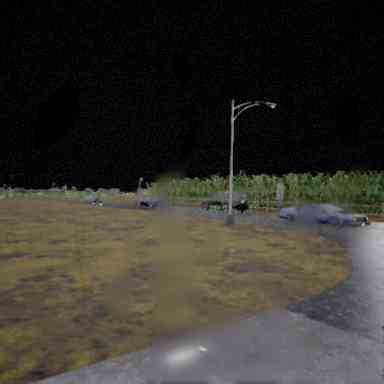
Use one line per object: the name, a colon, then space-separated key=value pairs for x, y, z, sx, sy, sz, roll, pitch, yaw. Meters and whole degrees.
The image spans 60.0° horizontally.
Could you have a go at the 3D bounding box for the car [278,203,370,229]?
car: x=7.918 y=1.382 z=20.526 sx=2.033 sy=1.411 sz=5.357 roll=2 pitch=0 yaw=-36

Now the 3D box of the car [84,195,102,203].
car: x=-16.448 y=1.183 z=55.115 sx=1.994 sy=1.385 sz=4.181 roll=2 pitch=-1 yaw=-35

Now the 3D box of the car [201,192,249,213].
car: x=3.235 y=1.025 z=33.552 sx=2.150 sy=2.045 sz=5.566 roll=2 pitch=0 yaw=-35

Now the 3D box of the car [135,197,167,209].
car: x=-4.726 y=1.275 z=38.385 sx=1.895 sy=1.301 sz=4.718 roll=2 pitch=-1 yaw=-35
